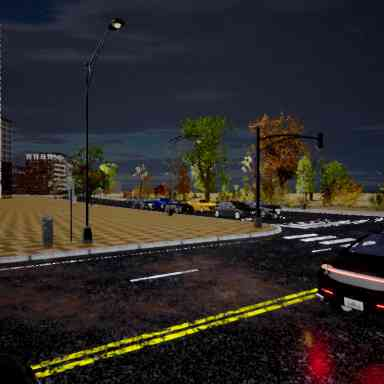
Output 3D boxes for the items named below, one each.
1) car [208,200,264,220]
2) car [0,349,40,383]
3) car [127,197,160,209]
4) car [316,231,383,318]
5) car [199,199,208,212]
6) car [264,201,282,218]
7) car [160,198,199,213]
[{"bbox_3d":[3.740,1.564,29.219,1.837,1.490,4.892,0,0,-32],"label":"car"},{"bbox_3d":[-3.116,1.492,1.186,4.902,1.511,2.128,0,0,-36],"label":"car"},{"bbox_3d":[-6.805,1.597,46.431,2.128,1.511,4.902,0,0,-31],"label":"car"},{"bbox_3d":[4.466,1.491,6.432,4.902,1.511,2.128,0,0,-34],"label":"car"},{"bbox_3d":[1.052,1.550,39.746,1.882,1.535,5.008,0,0,-32],"label":"car"},{"bbox_3d":[6.286,1.540,31.280,2.128,1.511,4.902,0,0,-32],"label":"car"},{"bbox_3d":[-1.478,1.648,37.650,1.994,1.385,4.181,0,0,-32],"label":"car"}]
